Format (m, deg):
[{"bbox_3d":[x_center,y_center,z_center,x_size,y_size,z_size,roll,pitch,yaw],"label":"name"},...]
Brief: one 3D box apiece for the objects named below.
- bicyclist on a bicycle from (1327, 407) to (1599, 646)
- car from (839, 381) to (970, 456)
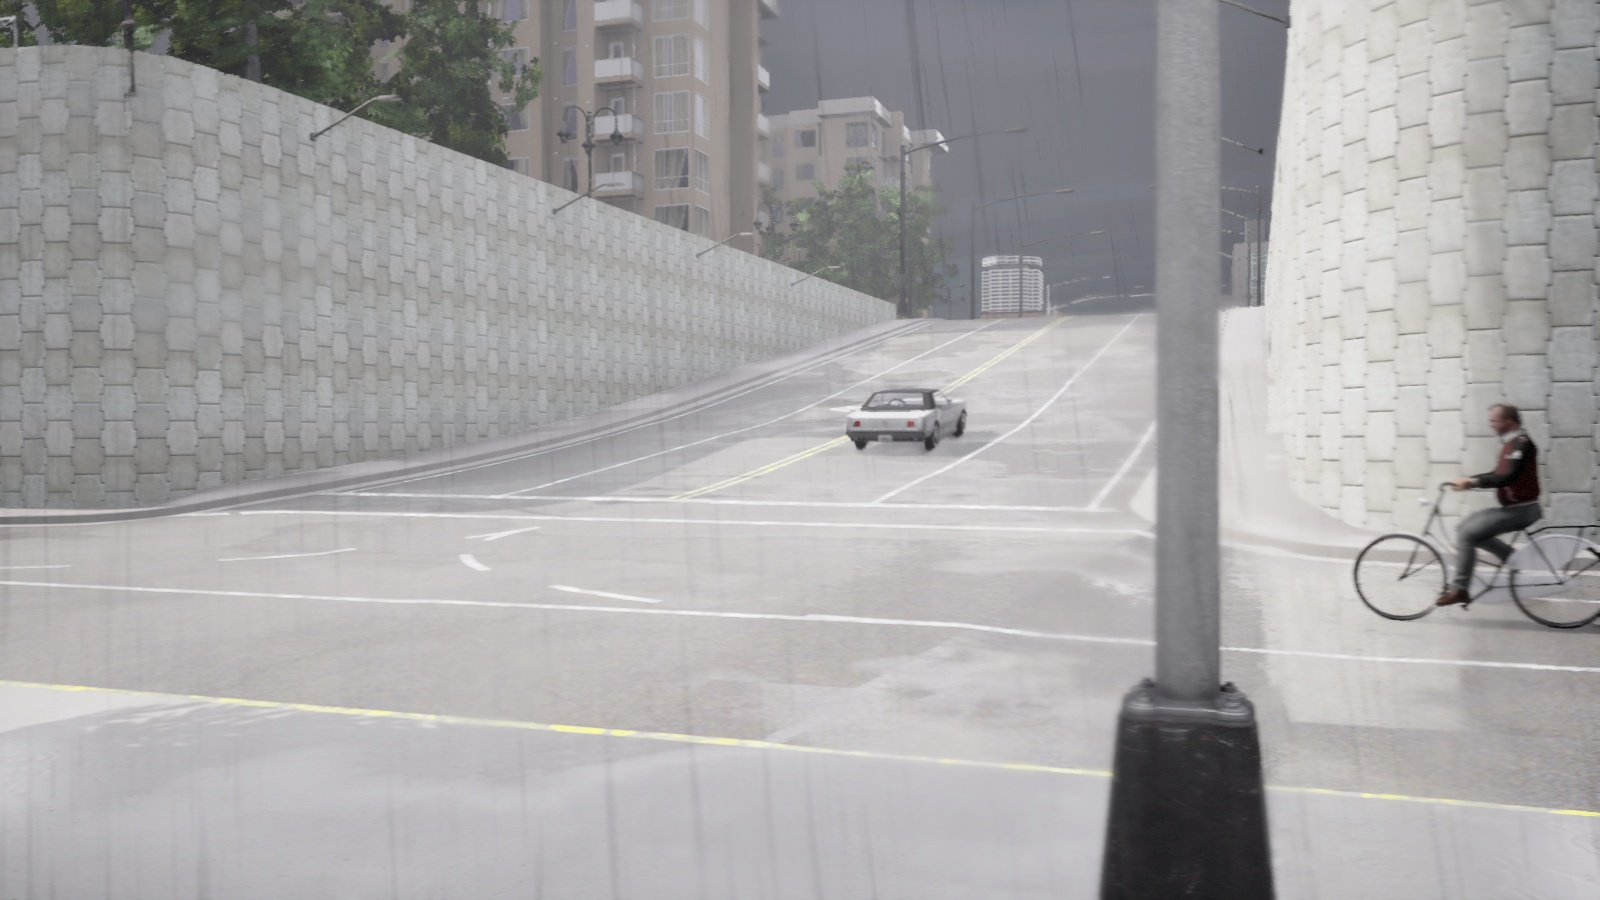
[{"bbox_3d":[5.204,0.557,9.984,1.843,1.776,0.659,1,0,23],"label":"bicyclist on a bicycle"},{"bbox_3d":[2.564,-0.805,29.553,1.895,1.301,4.718,1,7,20],"label":"car"}]
